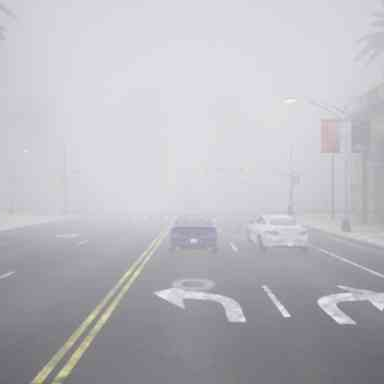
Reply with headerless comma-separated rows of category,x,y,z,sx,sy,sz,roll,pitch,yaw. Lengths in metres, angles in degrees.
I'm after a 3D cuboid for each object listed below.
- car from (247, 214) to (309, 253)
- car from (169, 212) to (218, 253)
car,3.566,1.662,14.347,1.812,1.442,4.674,0,0,0
car,0.068,1.615,14.466,1.882,1.535,5.008,0,0,0
